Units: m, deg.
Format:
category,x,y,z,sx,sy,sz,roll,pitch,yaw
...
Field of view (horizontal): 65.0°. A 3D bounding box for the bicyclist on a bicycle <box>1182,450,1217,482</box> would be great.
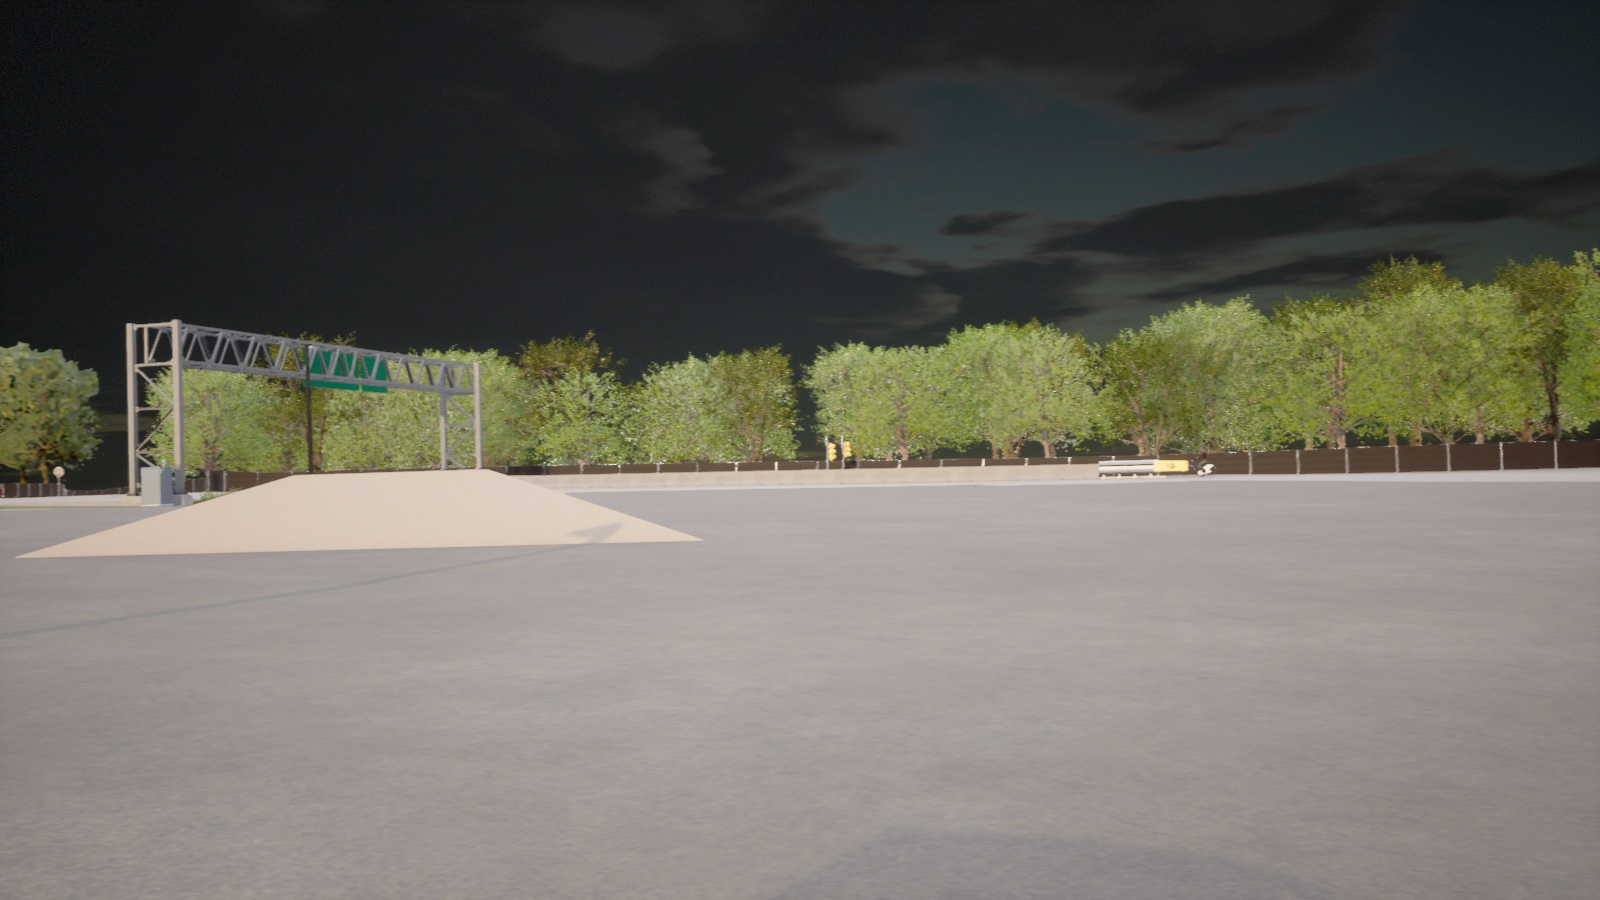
category,x,y,z,sx,sy,sz,roll,pitch,yaw
bicyclist on a bicycle,22.471,0.884,70.666,1.843,1.776,0.659,0,-1,21
